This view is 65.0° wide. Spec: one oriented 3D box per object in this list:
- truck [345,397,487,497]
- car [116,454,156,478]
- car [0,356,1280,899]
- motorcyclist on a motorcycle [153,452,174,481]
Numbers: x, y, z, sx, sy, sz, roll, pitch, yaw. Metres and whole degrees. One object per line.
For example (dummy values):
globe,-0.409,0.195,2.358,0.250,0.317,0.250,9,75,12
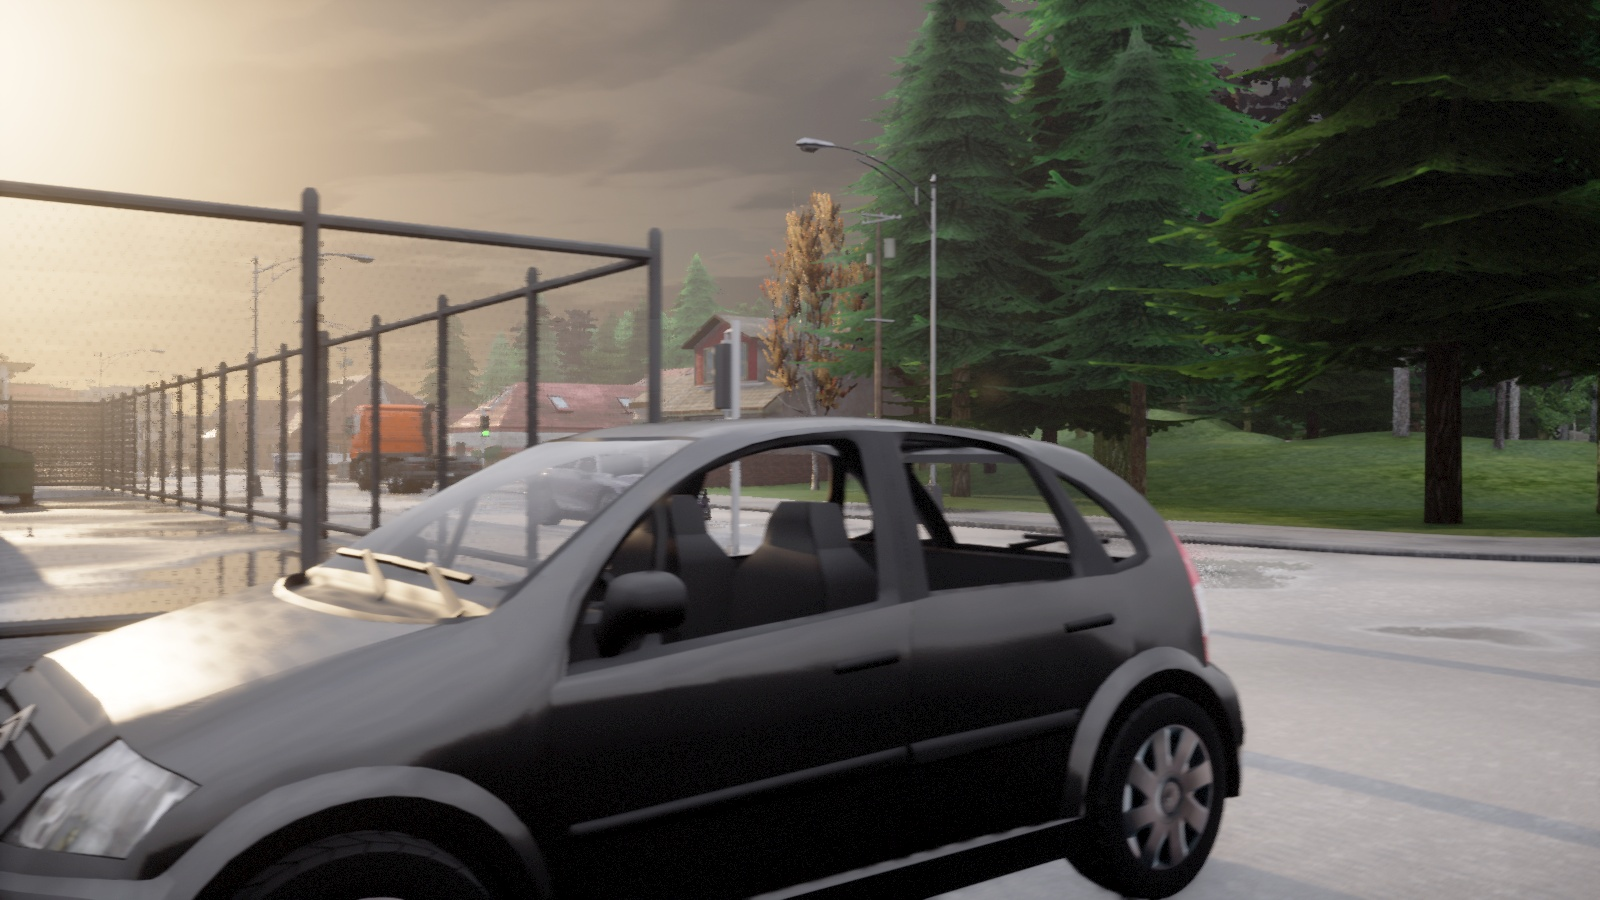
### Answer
truck,-14.696,-0.097,47.611,2.891,3.462,7.936,0,0,-35
car,-43.074,1.043,81.447,1.845,1.501,3.633,0,0,-35
car,-0.451,0.653,3.950,3.988,1.617,1.851,0,0,-38
motorcyclist on a motorcycle,-36.474,0.943,71.942,0.766,1.649,2.350,0,0,-35
